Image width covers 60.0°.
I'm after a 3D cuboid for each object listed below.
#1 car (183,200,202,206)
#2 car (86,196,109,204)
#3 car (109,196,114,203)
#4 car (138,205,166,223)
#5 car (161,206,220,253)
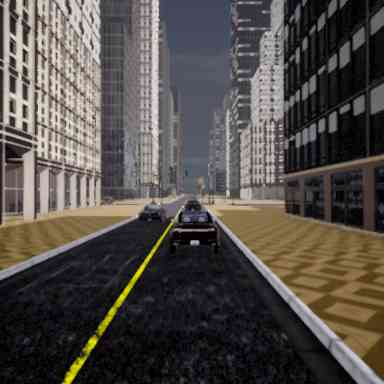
[{"bbox_3d":[0.088,1.649,37.426,1.837,1.490,4.892,0,0,0],"label":"car"},{"bbox_3d":[-18.916,1.657,63.523,4.829,1.417,1.752,0,-1,-1],"label":"car"},{"bbox_3d":[-19.229,1.635,72.159,4.097,1.590,1.967,0,-1,-1],"label":"car"},{"bbox_3d":[-3.074,1.704,26.436,1.895,1.301,4.718,0,0,0],"label":"car"},{"bbox_3d":[0.095,1.546,13.926,2.128,1.511,4.902,0,0,0],"label":"car"}]
